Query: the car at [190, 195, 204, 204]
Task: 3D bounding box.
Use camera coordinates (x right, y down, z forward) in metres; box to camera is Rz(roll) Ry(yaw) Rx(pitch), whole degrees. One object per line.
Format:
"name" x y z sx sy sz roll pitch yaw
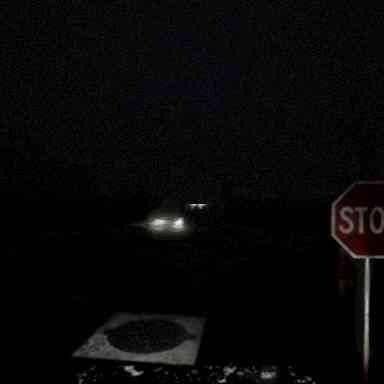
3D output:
"car" 0.902 1.218 54.438 1.994 1.385 4.181 0 0 7

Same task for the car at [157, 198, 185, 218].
"car" -1.695 1.312 28.396 1.882 1.535 5.008 0 1 5
